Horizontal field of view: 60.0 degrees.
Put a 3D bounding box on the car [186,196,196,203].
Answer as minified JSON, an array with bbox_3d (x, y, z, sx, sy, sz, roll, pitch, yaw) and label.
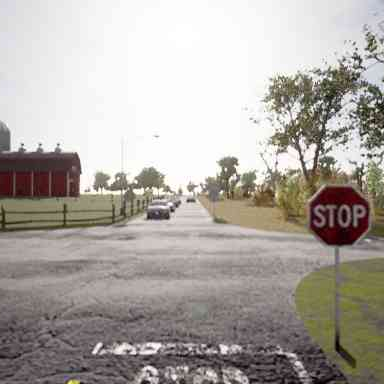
[{"bbox_3d":[-0.216,1.549,71.410,1.994,1.385,4.181,0,0,0],"label":"car"}]

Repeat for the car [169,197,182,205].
[{"bbox_3d":[-2.935,1.553,59.096,1.994,1.385,4.181,0,0,0],"label":"car"}]

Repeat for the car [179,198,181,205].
[{"bbox_3d":[-2.977,1.462,49.044,1.882,1.535,5.008,0,0,0],"label":"car"}]

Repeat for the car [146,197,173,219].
[{"bbox_3d":[-2.896,1.488,29.354,1.837,1.490,4.892,0,0,-1],"label":"car"}]

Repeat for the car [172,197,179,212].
[{"bbox_3d":[-2.959,1.530,39.141,2.033,1.411,5.357,0,0,0],"label":"car"}]
